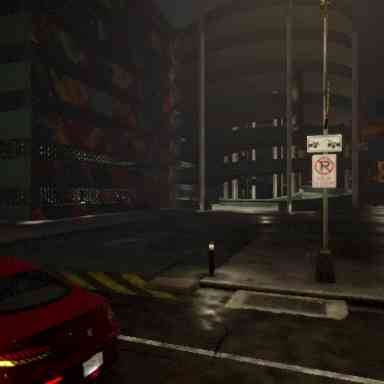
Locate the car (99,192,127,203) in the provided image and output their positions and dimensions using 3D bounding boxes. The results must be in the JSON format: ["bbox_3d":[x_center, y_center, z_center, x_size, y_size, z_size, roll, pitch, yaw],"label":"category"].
[{"bbox_3d":[-14.639,1.028,61.114,5.566,2.045,2.435,0,0,20],"label":"car"}]

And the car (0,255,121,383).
[{"bbox_3d":[-3.125,1.525,4.114,4.674,1.442,1.812,0,0,21],"label":"car"}]

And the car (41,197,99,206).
[{"bbox_3d":[-11.903,1.320,32.363,4.674,1.452,2.002,0,0,20],"label":"car"}]

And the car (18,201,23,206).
[{"bbox_3d":[-20.326,1.463,43.492,4.718,1.301,1.895,0,0,20],"label":"car"}]
